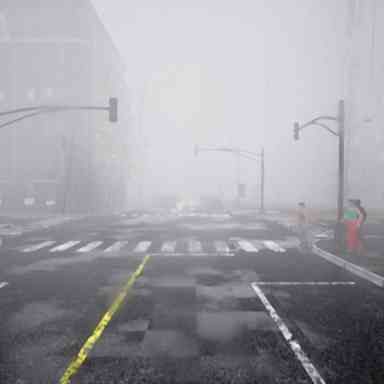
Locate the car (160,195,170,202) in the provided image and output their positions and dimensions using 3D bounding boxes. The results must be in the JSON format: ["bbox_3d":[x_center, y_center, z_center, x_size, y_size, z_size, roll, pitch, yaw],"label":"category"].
[{"bbox_3d":[-5.783,1.332,71.926,1.887,1.381,4.507,-1,0,0],"label":"car"}]

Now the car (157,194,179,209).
[{"bbox_3d":[-3.139,1.361,43.906,1.882,1.535,5.008,0,0,0],"label":"car"}]

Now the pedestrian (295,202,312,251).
[{"bbox_3d":[4.168,1.267,12.441,0.375,1.860,0.375,-1,1,0],"label":"pedestrian"}]

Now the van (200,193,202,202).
[{"bbox_3d":[2.581,1.189,55.031,1.690,1.788,3.998,-1,0,0],"label":"van"}]

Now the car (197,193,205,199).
[{"bbox_3d":[2.574,1.132,94.551,1.967,1.590,4.097,-1,0,0],"label":"car"}]

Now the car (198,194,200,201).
[{"bbox_3d":[2.577,1.373,60.677,1.887,1.381,4.507,-1,0,0],"label":"car"}]

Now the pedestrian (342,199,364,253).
[{"bbox_3d":[5.435,1.117,11.240,0.375,1.860,0.375,-1,1,0],"label":"pedestrian"}]

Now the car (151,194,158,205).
[{"bbox_3d":[-5.763,1.414,54.989,1.947,1.339,4.313,-1,0,0],"label":"car"}]

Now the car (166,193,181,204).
[{"bbox_3d":[-3.125,1.181,60.560,2.097,1.767,4.553,0,0,0],"label":"car"}]

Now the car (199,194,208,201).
[{"bbox_3d":[2.563,1.205,77.614,1.967,1.590,4.097,-1,0,0],"label":"car"}]

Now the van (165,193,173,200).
[{"bbox_3d":[-5.798,1.083,83.219,1.690,1.788,3.998,-1,0,0],"label":"van"}]

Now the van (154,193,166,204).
[{"bbox_3d":[-5.773,1.170,60.634,1.690,1.788,3.998,-1,0,0],"label":"van"}]

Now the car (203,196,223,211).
[{"bbox_3d":[2.603,1.447,38.094,1.887,1.381,4.507,-1,0,0],"label":"car"}]

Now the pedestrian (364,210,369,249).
[{"bbox_3d":[5.916,1.117,11.841,0.375,1.860,0.375,-1,1,0],"label":"pedestrian"}]

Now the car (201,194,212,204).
[{"bbox_3d":[2.595,1.325,43.739,1.967,1.590,4.097,-1,0,0],"label":"car"}]
